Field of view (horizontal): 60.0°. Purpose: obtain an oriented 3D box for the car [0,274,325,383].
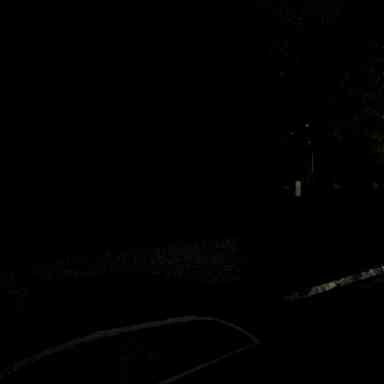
[{"bbox_3d":[-1.105,1.487,2.269,4.902,1.511,2.128,-1,1,-35],"label":"car"}]
